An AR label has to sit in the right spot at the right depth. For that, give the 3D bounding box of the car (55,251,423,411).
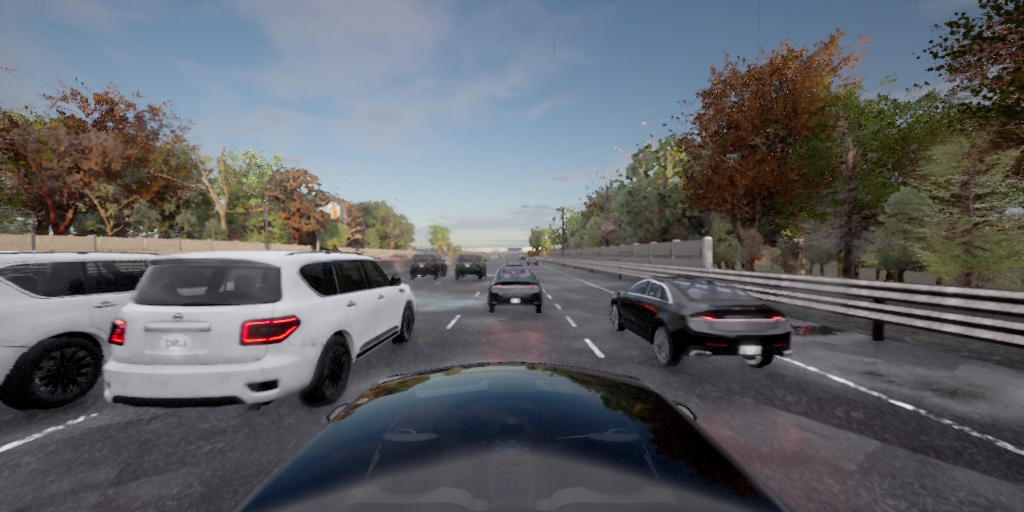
[{"bbox_3d":[-3.395,0.948,6.317,2.150,2.045,5.566,0,0,0],"label":"car"}]

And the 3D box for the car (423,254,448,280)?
[{"bbox_3d":[-6.859,0.844,29.912,2.150,2.045,5.566,0,0,0],"label":"car"}]

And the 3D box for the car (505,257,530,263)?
[{"bbox_3d":[0.148,1.111,30.694,2.128,1.511,4.902,0,0,0],"label":"car"}]

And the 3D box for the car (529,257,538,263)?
[{"bbox_3d":[3.599,0.947,64.444,2.128,1.511,4.902,0,0,0],"label":"car"}]

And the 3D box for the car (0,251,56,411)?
[{"bbox_3d":[-6.896,0.949,6.213,2.150,2.045,5.566,0,0,0],"label":"car"}]

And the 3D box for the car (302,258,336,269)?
[{"bbox_3d":[-27.977,1.019,52.179,2.128,1.511,4.902,0,0,1],"label":"car"}]

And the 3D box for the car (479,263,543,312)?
[{"bbox_3d":[0.118,1.185,13.750,2.128,1.511,4.902,0,0,0],"label":"car"}]

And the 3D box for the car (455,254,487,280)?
[{"bbox_3d":[-3.359,0.844,29.895,2.150,2.045,5.566,0,0,0],"label":"car"}]

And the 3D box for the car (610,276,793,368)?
[{"bbox_3d":[3.564,1.184,7.796,2.128,1.511,4.902,0,0,0],"label":"car"}]
